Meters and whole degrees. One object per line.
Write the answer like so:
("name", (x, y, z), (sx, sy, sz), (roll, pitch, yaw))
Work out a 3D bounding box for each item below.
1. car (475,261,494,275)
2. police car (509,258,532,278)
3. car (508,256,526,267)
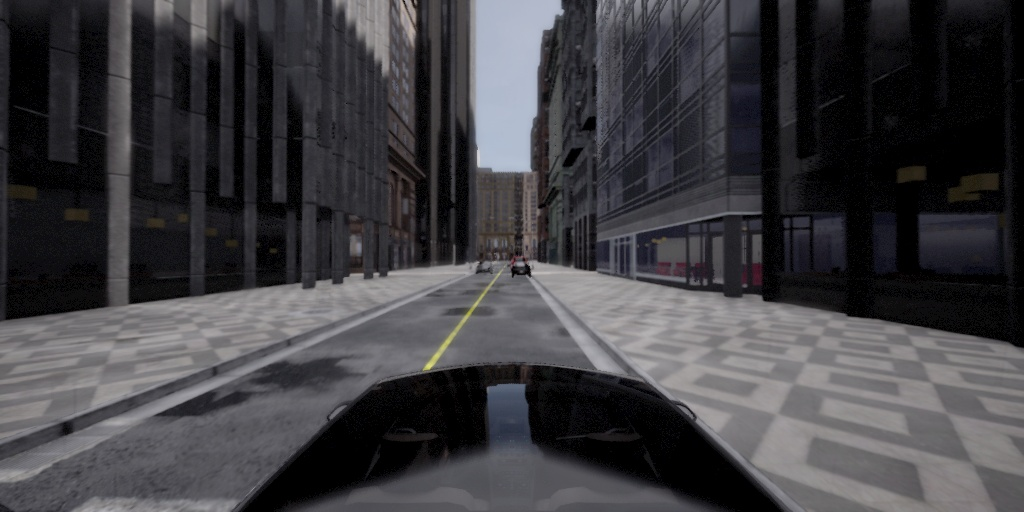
("car", (-3.089, 1.334, 40.985), (1.837, 1.490, 4.892), (0, 0, 0))
("police car", (0.898, 1.243, 35.679), (1.930, 1.638, 5.238), (0, 0, 0))
("car", (0.898, 1.071, 45.601), (2.150, 2.045, 5.566), (0, 0, 0))
